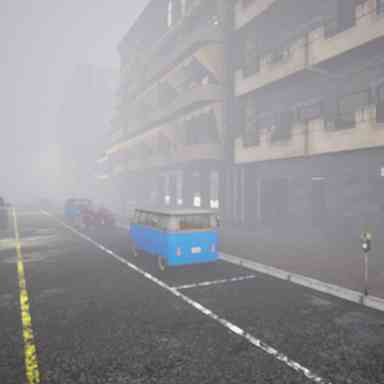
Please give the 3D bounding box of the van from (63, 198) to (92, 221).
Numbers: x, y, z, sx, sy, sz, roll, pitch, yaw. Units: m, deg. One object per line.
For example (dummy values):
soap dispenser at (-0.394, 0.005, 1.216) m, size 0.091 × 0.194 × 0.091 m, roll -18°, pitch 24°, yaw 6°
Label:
van at (-8.651, 1.354, 25.250) m, size 1.690 × 1.788 × 3.998 m, roll 0°, pitch 0°, yaw -28°

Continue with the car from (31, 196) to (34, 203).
car at (-27.134, 1.581, 59.400) m, size 1.752 × 1.417 × 4.829 m, roll 0°, pitch 0°, yaw -28°

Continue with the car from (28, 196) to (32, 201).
car at (-32.311, 1.619, 68.965) m, size 1.887 × 1.381 × 4.507 m, roll 0°, pitch 0°, yaw -28°

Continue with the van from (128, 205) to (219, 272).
van at (-0.765, 1.344, 10.680) m, size 1.690 × 1.788 × 3.998 m, roll 0°, pitch 0°, yaw -28°

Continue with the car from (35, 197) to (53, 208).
car at (-21.794, 1.605, 49.537) m, size 1.947 × 1.339 × 4.313 m, roll 0°, pitch 0°, yaw -28°

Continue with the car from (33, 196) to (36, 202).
car at (-24.504, 1.572, 54.543) m, size 1.752 × 1.417 × 4.829 m, roll 0°, pitch 0°, yaw -28°

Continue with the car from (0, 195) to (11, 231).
car at (-12.533, 1.231, 20.477) m, size 2.150 × 2.045 × 5.566 m, roll 0°, pitch 0°, yaw -28°

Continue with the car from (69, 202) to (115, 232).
car at (-6.021, 1.554, 20.393) m, size 1.887 × 1.381 × 4.507 m, roll 0°, pitch 0°, yaw -28°
